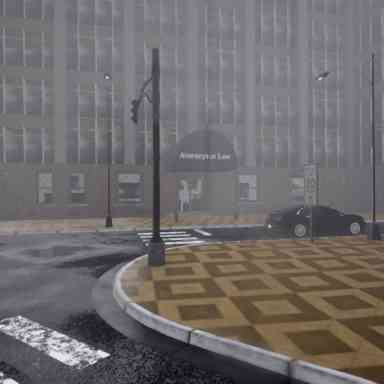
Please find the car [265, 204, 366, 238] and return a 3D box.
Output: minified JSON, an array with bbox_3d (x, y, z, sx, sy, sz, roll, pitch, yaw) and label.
[{"bbox_3d":[5.948,1.321,15.996,4.892,1.490,1.837,0,0,-14],"label":"car"}]
